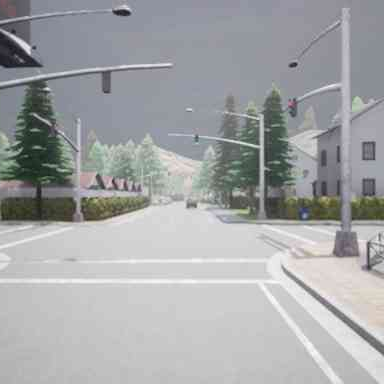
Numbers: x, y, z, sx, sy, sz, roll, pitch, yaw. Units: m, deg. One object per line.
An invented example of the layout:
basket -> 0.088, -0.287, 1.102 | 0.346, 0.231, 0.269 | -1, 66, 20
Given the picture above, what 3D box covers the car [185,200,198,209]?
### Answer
car -> -0.048, 2.153, 57.850 | 1.837, 1.490, 4.892 | 0, -1, 0
